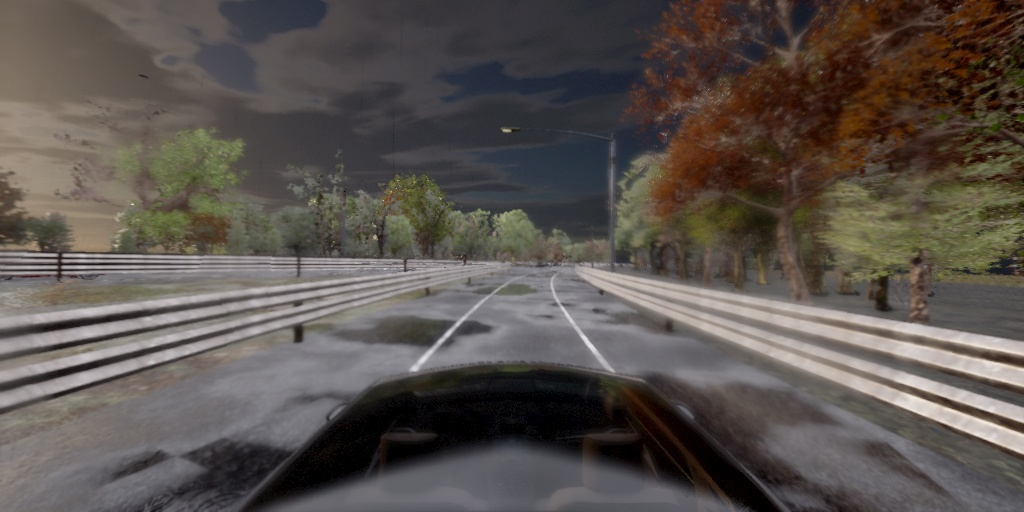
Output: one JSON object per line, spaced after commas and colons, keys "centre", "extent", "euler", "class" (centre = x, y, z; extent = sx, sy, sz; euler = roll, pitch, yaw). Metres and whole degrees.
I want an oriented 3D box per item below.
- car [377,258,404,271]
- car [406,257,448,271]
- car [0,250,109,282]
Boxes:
{"centre": [-14.472, 1.014, 44.245], "extent": [1.837, 1.490, 4.892], "euler": [0, -1, 25], "class": "car"}
{"centre": [-10.473, 0.924, 44.537], "extent": [2.097, 1.767, 4.553], "euler": [0, -1, 25], "class": "car"}
{"centre": [-23.042, 0.491, 17.671], "extent": [1.994, 1.385, 4.181], "euler": [0, -1, 25], "class": "car"}
